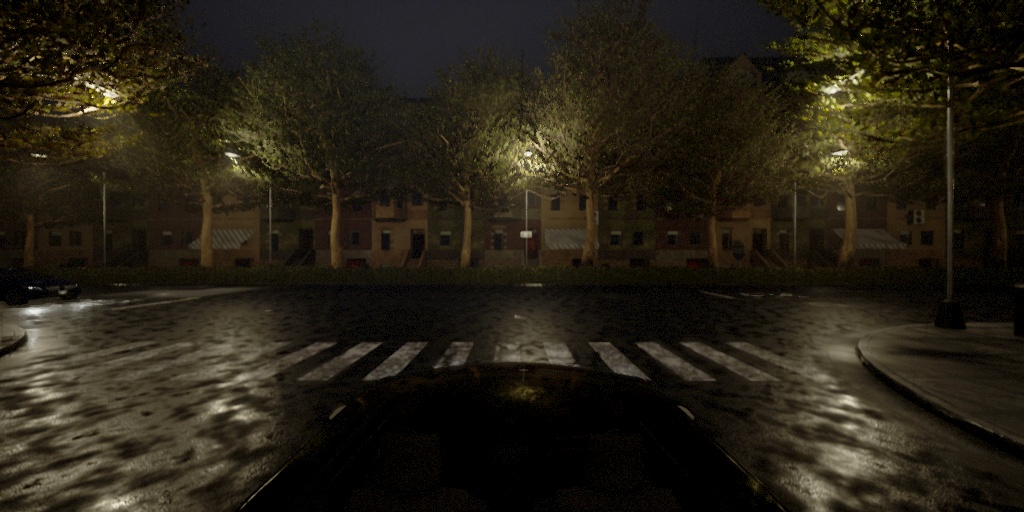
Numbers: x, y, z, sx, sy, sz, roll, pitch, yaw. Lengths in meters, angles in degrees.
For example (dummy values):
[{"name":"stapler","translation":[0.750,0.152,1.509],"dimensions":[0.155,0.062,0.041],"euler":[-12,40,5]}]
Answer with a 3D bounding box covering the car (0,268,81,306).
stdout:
[{"name":"car","translation":[-20.942,1.237,14.888],"dimensions":[4.674,1.442,1.812],"euler":[0,0,1]}]
